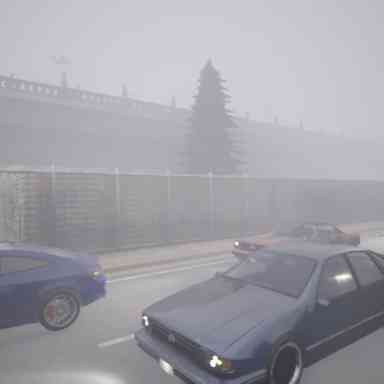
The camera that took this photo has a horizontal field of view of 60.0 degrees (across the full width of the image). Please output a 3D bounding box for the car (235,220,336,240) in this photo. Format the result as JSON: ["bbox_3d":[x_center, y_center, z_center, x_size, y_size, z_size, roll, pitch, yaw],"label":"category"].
[{"bbox_3d":[3.533,1.655,10.994,4.718,1.301,1.895,0,-1,-37],"label":"car"}]

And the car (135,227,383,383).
[{"bbox_3d":[1.835,1.576,5.365,5.357,1.411,2.033,0,-1,-37],"label":"car"}]

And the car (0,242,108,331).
[{"bbox_3d":[-3.773,1.636,5.549,4.674,1.442,1.812,0,-1,-37],"label":"car"}]
